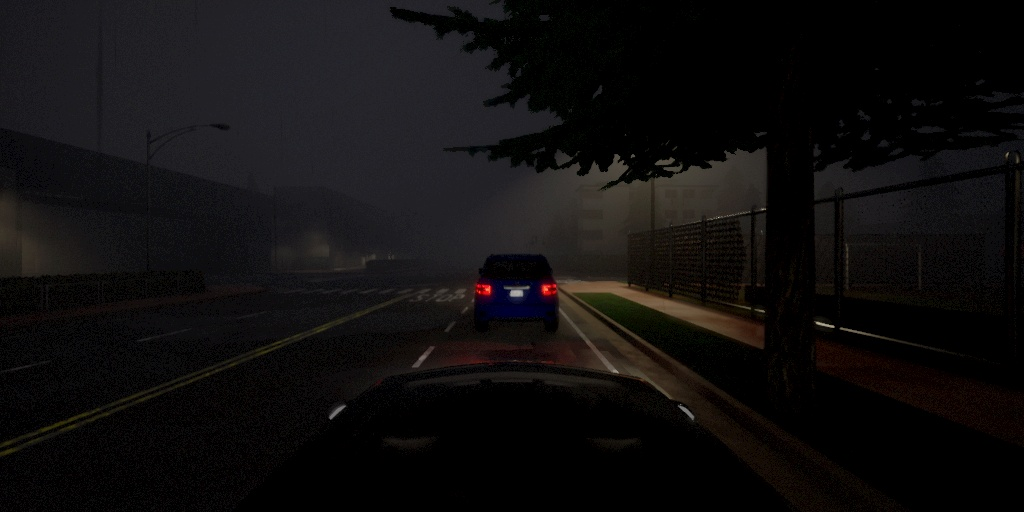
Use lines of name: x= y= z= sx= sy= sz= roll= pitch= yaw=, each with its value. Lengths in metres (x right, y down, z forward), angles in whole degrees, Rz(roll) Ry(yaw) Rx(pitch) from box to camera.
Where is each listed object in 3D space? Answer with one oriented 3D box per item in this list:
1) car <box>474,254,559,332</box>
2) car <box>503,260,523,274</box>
car: x=0.119 y=0.965 z=11.020 sx=2.150 sy=2.045 sz=5.566 roll=0 pitch=0 yaw=0
car: x=0.074 y=1.212 z=41.370 sx=2.128 sy=1.511 sz=4.902 roll=0 pitch=0 yaw=0
